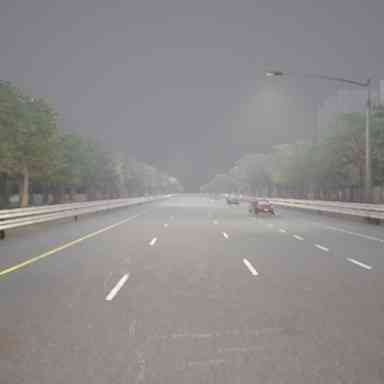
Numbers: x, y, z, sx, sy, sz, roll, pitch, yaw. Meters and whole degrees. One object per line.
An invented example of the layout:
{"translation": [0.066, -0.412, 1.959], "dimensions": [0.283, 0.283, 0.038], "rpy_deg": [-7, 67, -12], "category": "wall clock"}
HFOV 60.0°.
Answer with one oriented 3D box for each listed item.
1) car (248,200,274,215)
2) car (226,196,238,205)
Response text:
{"translation": [6.993, 1.541, 33.628], "dimensions": [1.812, 1.442, 4.674], "rpy_deg": [0, 0, 0], "category": "car"}
{"translation": [7.027, 1.528, 58.688], "dimensions": [2.128, 1.511, 4.902], "rpy_deg": [0, 0, 0], "category": "car"}
